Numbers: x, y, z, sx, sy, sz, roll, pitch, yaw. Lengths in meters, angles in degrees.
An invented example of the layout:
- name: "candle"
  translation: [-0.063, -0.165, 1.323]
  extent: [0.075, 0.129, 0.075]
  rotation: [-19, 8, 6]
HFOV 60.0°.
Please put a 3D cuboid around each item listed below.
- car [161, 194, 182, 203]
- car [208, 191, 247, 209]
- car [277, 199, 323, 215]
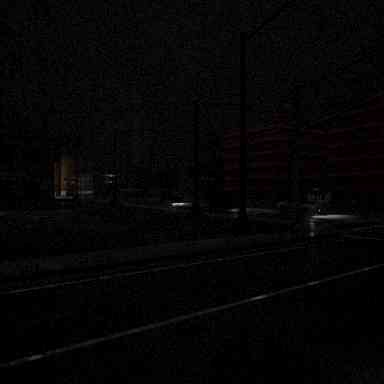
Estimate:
- name: "car"
  translation: [-3.272, 1.035, 52.782]
  extent: [1.994, 1.385, 4.181]
  rotation: [0, 1, -34]
- name: "car"
  translation: [4.348, 0.930, 41.648]
  extent: [2.150, 2.045, 5.566]
  rotation: [0, 1, -35]
- name: "car"
  translation: [10.481, 1.393, 32.690]
  extent: [1.812, 1.442, 4.674]
  rotation: [0, 1, -34]
